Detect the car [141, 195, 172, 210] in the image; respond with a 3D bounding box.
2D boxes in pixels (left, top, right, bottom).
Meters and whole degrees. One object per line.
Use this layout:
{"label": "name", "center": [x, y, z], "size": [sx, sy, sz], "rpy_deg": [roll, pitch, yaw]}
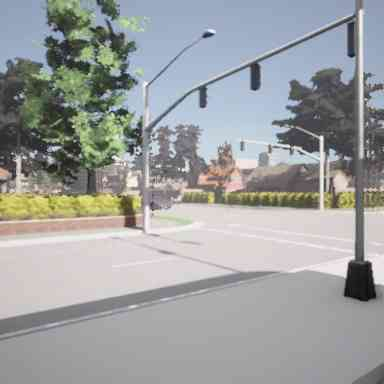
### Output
{"label": "car", "center": [-4.350, 1.256, 40.467], "size": [2.097, 1.767, 4.553], "rpy_deg": [0, 0, -36]}
